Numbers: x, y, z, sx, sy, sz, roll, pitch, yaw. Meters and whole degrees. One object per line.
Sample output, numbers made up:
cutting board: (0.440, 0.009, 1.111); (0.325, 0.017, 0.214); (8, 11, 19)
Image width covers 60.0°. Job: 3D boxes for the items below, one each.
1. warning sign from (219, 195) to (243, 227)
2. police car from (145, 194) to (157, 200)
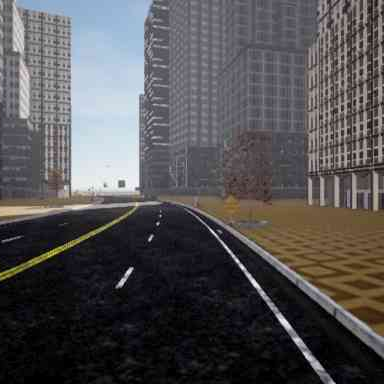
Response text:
warning sign: (2.308, 1.098, 19.872); (1.300, 1.860, 1.060); (0, 0, -3)
police car: (-11.362, 1.424, 95.021); (1.930, 1.638, 5.238); (0, 0, -15)
